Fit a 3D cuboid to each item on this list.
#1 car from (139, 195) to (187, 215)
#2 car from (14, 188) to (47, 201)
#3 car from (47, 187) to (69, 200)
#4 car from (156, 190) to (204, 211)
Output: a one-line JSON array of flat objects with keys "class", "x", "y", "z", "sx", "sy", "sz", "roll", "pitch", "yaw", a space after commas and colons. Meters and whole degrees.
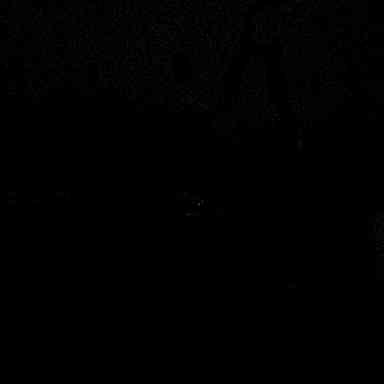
[{"class": "car", "x": -2.928, "y": 1.254, "z": 30.530, "sx": 4.181, "sy": 1.385, "sz": 1.994, "roll": 1, "pitch": 2, "yaw": 39}, {"class": "car", "x": -23.119, "y": 0.393, "z": 46.814, "sx": 5.357, "sy": 1.411, "sz": 2.033, "roll": 3, "pitch": 3, "yaw": 39}, {"class": "car", "x": -20.090, "y": 0.151, "z": 48.846, "sx": 4.553, "sy": 1.767, "sz": 2.097, "roll": 3, "pitch": 4, "yaw": 39}, {"class": "car", "x": -1.458, "y": 0.808, "z": 33.825, "sx": 5.566, "sy": 2.045, "sz": 2.150, "roll": 1, "pitch": 2, "yaw": 39}]
